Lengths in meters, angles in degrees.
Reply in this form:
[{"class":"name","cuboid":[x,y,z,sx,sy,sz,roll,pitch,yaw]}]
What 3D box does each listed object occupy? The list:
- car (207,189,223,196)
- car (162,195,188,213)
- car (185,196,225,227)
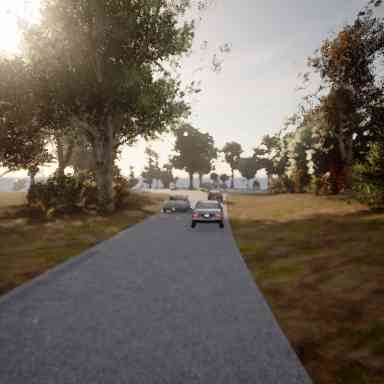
[{"class":"car","cuboid":[2.805,0.392,40.396,1.812,1.442,4.674,0,2,5]},{"class":"car","cuboid":[-1.231,0.949,28.066,1.895,1.301,4.718,2,2,6]},{"class":"car","cuboid":[0.983,1.216,20.153,2.033,1.411,5.357,0,2,4]}]
